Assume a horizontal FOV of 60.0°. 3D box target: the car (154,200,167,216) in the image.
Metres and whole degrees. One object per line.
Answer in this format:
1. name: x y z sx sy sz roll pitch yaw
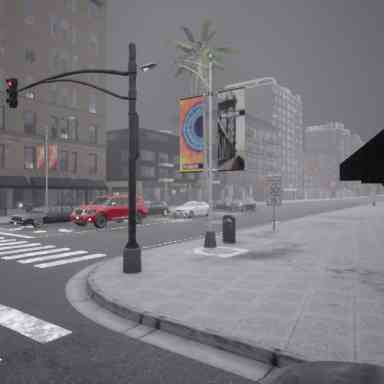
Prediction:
1. car: -3.986 1.534 30.623 1.837 1.490 4.892 0 0 35

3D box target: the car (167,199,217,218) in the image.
1. car: 0.128 1.564 30.811 1.812 1.442 4.674 0 0 35

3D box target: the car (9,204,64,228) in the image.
1. car: -9.466 1.561 22.847 2.033 1.411 5.357 0 0 35

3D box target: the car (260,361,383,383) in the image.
1. car: 2.169 1.551 1.301 4.403 1.369 2.008 0 0 35

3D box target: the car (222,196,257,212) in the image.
1. car: 5.871 1.411 38.939 2.097 1.767 4.553 0 0 35

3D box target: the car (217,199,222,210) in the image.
1. car: 2.839 1.599 40.293 2.033 1.411 5.357 0 0 35

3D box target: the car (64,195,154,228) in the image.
1. car: -5.497 1.243 22.827 2.150 2.045 5.566 0 0 35
